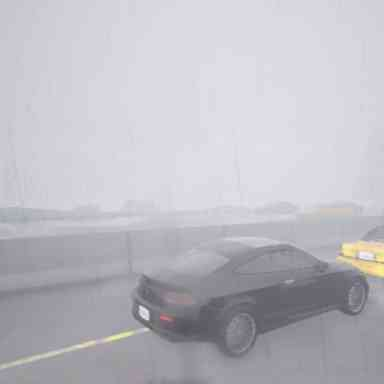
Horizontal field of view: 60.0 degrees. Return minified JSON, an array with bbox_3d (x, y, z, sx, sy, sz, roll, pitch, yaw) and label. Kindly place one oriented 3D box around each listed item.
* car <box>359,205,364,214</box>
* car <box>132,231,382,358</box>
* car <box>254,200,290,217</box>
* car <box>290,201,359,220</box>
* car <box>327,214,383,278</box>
[{"bbox_3d":[14.249,1.622,32.052,5.008,1.535,1.882,0,0,-25],"label":"car"},{"bbox_3d":[1.242,1.548,5.982,4.674,1.442,1.812,0,0,-34],"label":"car"},{"bbox_3d":[8.493,1.605,33.176,5.008,1.535,1.882,0,0,-26],"label":"car"},{"bbox_3d":[10.552,1.592,26.380,5.008,1.535,1.882,0,0,-27],"label":"car"},{"bbox_3d":[6.310,1.504,9.230,5.366,1.575,1.801,0,0,-32],"label":"car"}]
